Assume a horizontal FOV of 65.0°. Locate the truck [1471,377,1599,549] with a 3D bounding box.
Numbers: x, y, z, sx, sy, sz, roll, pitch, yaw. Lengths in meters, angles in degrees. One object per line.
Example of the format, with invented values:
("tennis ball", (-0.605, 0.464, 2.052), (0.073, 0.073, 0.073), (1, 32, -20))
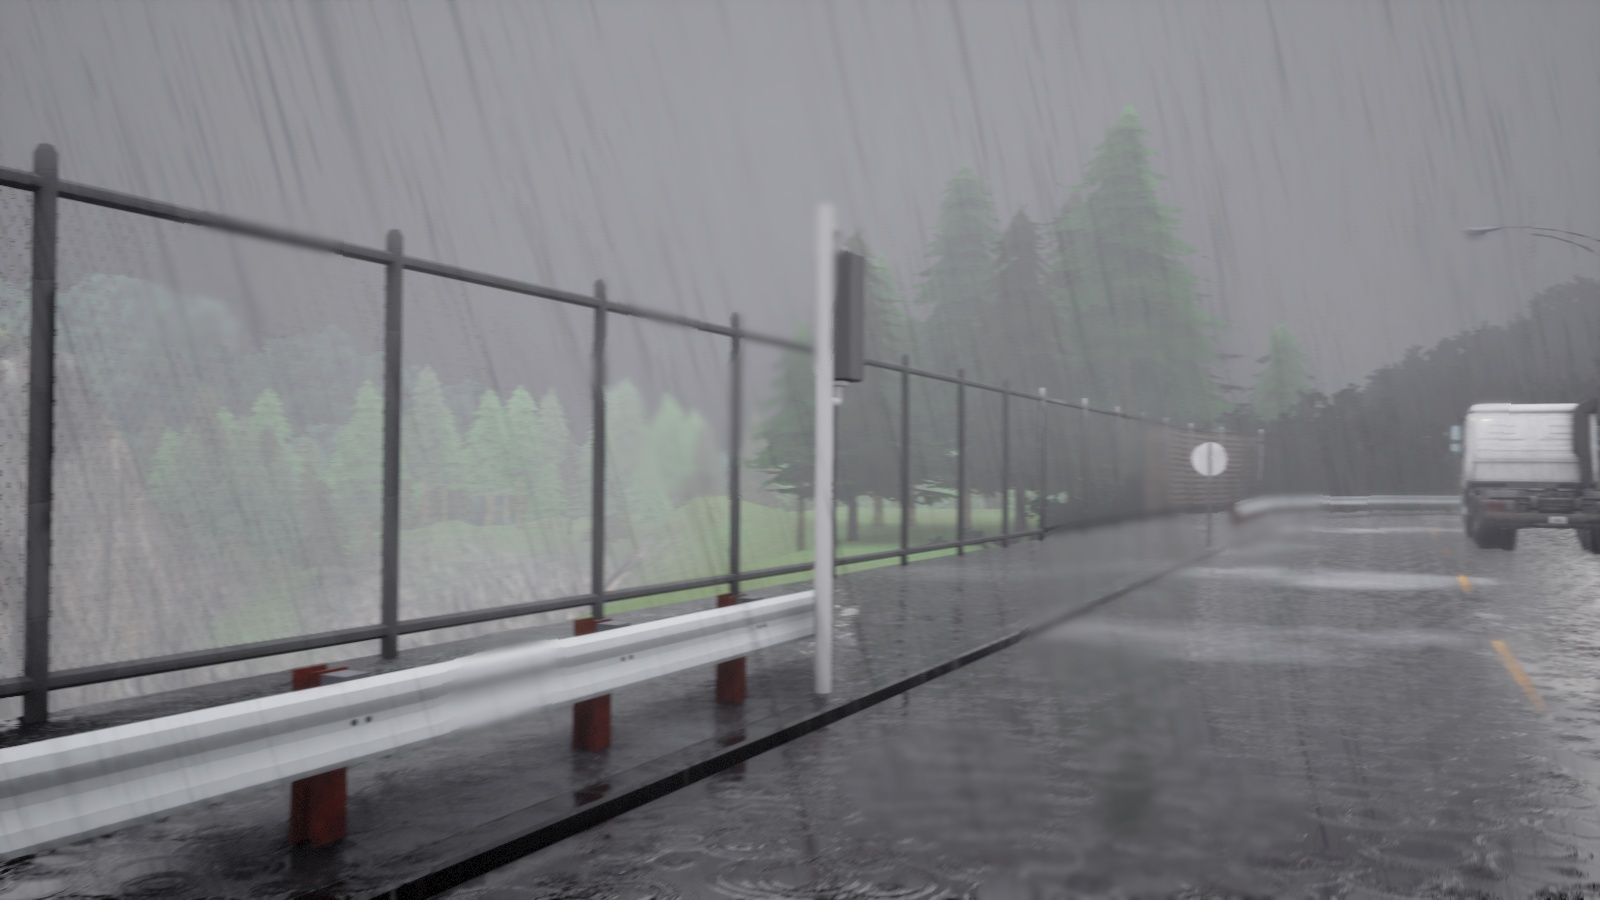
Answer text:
("truck", (17.343, 0.327, 29.071), (2.891, 3.462, 7.936), (0, -1, 26))
